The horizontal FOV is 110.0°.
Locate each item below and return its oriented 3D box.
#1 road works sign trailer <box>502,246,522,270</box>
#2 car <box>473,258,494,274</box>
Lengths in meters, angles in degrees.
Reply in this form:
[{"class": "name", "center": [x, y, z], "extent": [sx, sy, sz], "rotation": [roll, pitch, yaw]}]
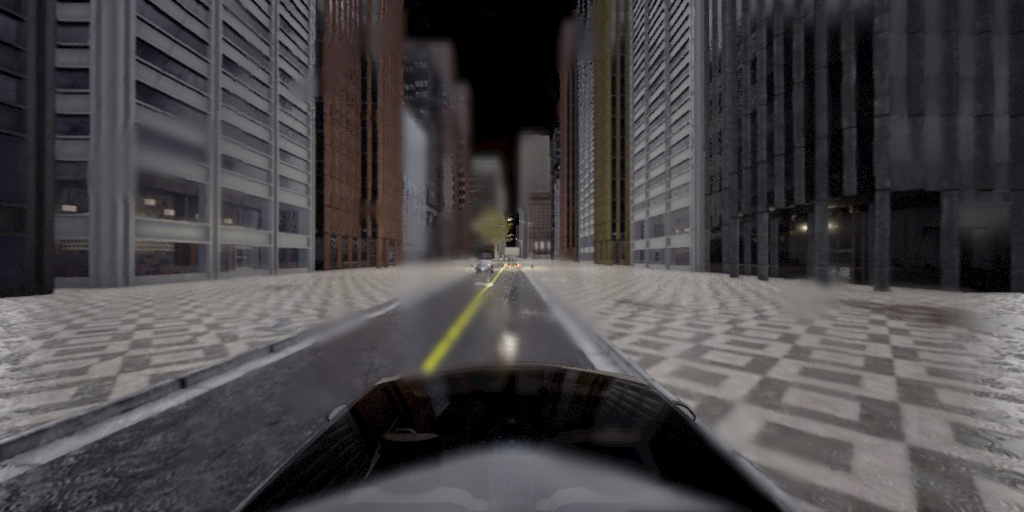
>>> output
[{"class": "road works sign trailer", "center": [-0.013, 0.284, 54.938], "extent": [2.380, 3.560, 2.880], "rotation": [0, 0, 0]}, {"class": "car", "center": [-3.093, 1.287, 41.591], "extent": [2.128, 1.511, 4.902], "rotation": [0, 0, 0]}]
